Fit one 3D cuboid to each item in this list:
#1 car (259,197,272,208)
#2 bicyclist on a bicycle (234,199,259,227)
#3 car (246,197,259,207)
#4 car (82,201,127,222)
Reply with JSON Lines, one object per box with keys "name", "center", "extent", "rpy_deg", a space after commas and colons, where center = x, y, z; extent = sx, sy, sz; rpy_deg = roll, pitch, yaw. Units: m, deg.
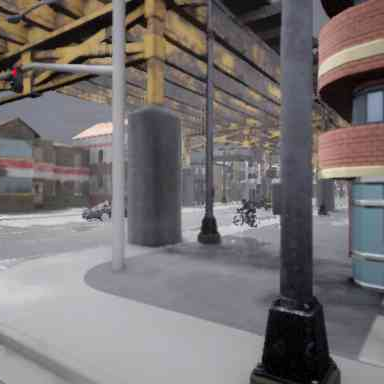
{"name": "car", "center": [11.113, 1.349, 43.713], "extent": [1.882, 1.535, 5.008], "rpy_deg": [0, 1, 36]}
{"name": "bicyclist on a bicycle", "center": [3.218, 1.267, 19.819], "extent": [1.656, 1.620, 0.582], "rpy_deg": [0, 0, 35]}
{"name": "car", "center": [9.404, 1.389, 47.489], "extent": [2.033, 1.411, 5.357], "rpy_deg": [0, 1, 36]}
{"name": "car", "center": [-6.135, 1.422, 25.615], "extent": [1.837, 1.490, 4.892], "rpy_deg": [0, 0, 35]}
